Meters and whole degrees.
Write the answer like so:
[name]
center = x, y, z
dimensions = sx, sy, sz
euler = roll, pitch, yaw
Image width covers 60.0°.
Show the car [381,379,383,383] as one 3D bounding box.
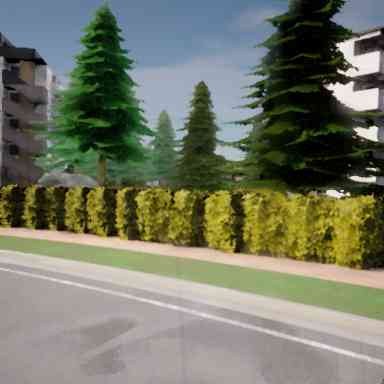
[car]
center = 3.713, 1.609, 1.252
dimensions = 5.357, 1.411, 2.033
euler = 2, 1, 38
